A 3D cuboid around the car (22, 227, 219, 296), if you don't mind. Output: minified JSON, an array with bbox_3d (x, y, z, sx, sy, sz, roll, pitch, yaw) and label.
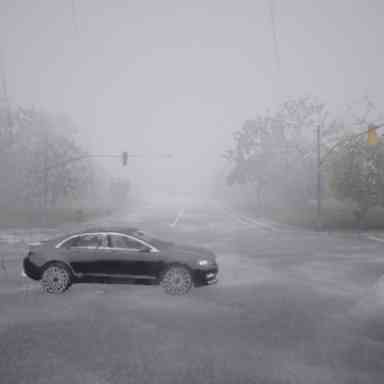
[{"bbox_3d":[-1.770,1.684,8.652,4.902,1.511,2.128,0,-2,3],"label":"car"}]
